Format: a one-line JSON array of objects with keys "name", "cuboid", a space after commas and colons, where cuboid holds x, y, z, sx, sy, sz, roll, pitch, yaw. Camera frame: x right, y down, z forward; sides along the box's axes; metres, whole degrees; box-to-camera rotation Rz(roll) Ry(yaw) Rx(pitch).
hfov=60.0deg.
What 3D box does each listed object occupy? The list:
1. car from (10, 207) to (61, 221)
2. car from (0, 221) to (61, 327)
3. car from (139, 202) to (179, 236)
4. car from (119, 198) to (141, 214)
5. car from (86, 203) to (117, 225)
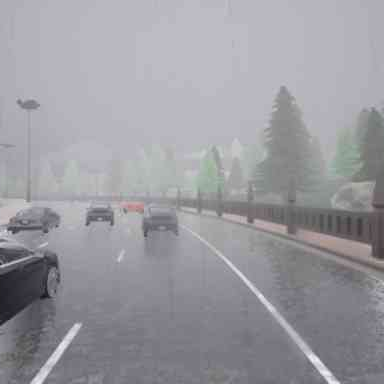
[{"name": "car", "cuboid": [-9.066, 1.587, 19.527, 2.033, 1.411, 5.357, 0, 0, -12]}, {"name": "car", "cuboid": [-3.763, 1.507, 5.526, 2.128, 1.511, 4.902, 0, 0, -3]}, {"name": "car", "cuboid": [-1.875, 1.518, 18.726, 1.837, 1.490, 4.892, 0, 0, -10]}, {"name": "car", "cuboid": [-6.674, 1.388, 36.340, 2.097, 1.767, 4.553, 0, 0, -20]}, {"name": "car", "cuboid": [-6.615, 1.537, 24.209, 1.837, 1.490, 4.892, 0, 0, -13]}]
